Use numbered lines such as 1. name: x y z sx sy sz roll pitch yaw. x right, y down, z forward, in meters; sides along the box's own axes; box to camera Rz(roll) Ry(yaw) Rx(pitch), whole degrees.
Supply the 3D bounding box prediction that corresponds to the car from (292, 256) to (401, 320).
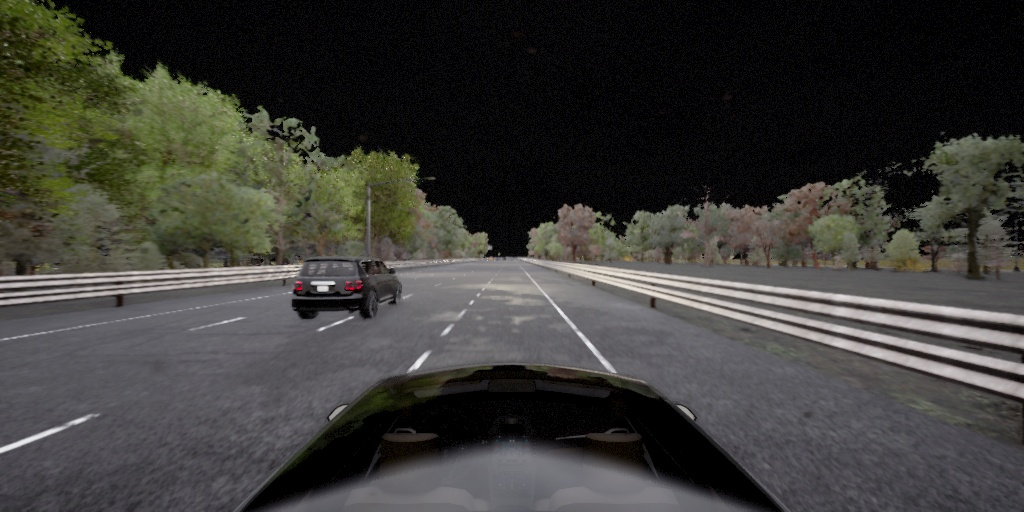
1. car: -5.624 1.038 12.936 2.150 2.045 5.566 0 0 -5
